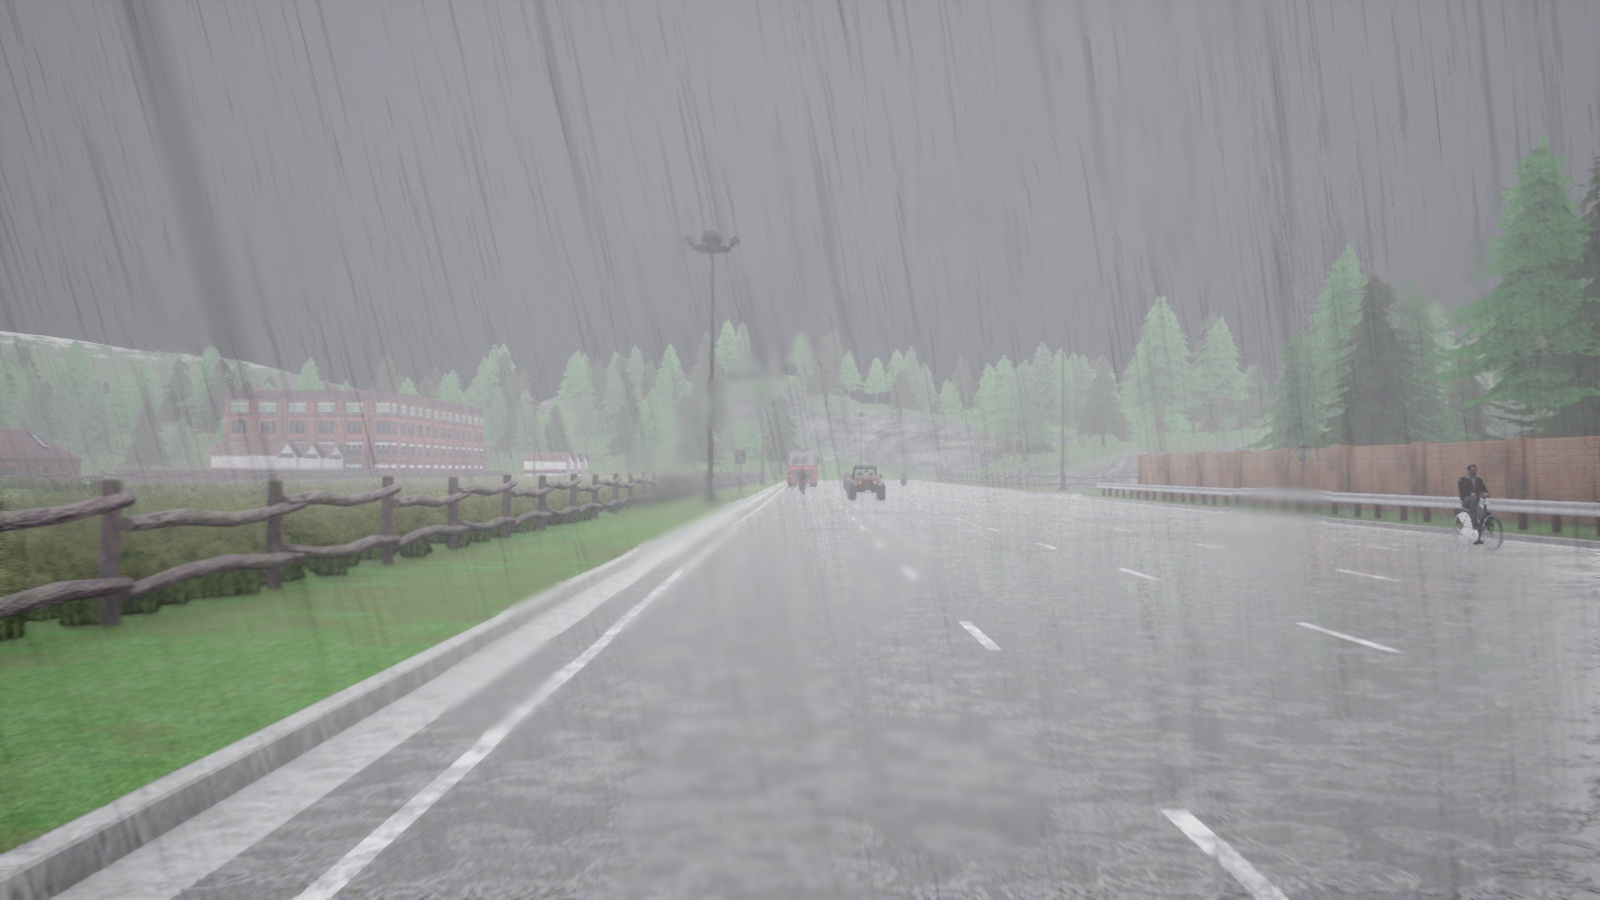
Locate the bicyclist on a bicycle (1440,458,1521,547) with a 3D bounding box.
[{"bbox_3d":[13.974,1.062,25.842,0.659,1.776,1.843,0,-1,0],"label":"bicyclist on a bicycle"}]

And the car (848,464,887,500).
[{"bbox_3d":[3.616,1.733,67.876,1.905,1.878,3.866,0,-1,0],"label":"car"}]
